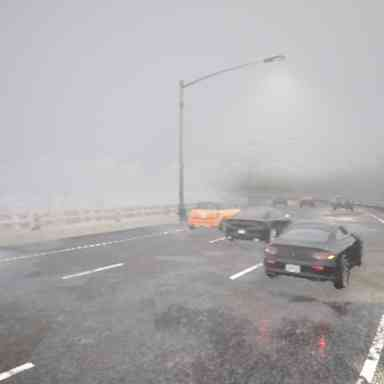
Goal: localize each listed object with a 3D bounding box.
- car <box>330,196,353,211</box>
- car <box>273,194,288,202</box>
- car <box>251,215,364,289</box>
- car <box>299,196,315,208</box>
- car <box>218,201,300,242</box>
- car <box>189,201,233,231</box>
[{"bbox_3d":[17.848,1.244,39.875,2.097,1.767,4.553,0,0,17],"label":"car"},{"bbox_3d":[13.146,1.197,49.647,2.097,1.767,4.553,0,0,13],"label":"car"},{"bbox_3d":[3.501,1.496,9.192,1.812,1.442,4.674,1,1,34],"label":"car"},{"bbox_3d":[16.108,1.340,46.793,1.882,1.535,5.008,0,0,14],"label":"car"},{"bbox_3d":[3.278,1.427,15.384,1.882,1.535,5.008,0,0,31],"label":"car"},{"bbox_3d":[1.694,1.282,19.603,2.097,1.767,4.553,0,0,30],"label":"car"}]
